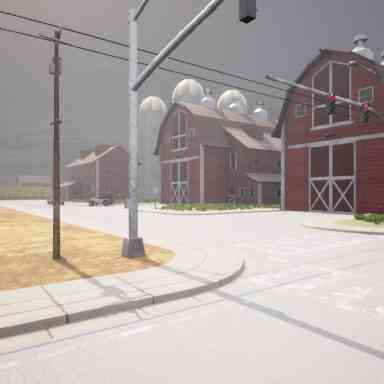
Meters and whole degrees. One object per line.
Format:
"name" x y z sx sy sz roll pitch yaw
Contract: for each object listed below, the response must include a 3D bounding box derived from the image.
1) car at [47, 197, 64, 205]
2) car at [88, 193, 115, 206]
"car" -23.226 1.537 56.609 1.994 1.385 4.181 0 0 -36
"car" -13.758 1.118 50.620 3.866 1.878 1.905 -2 5 11
